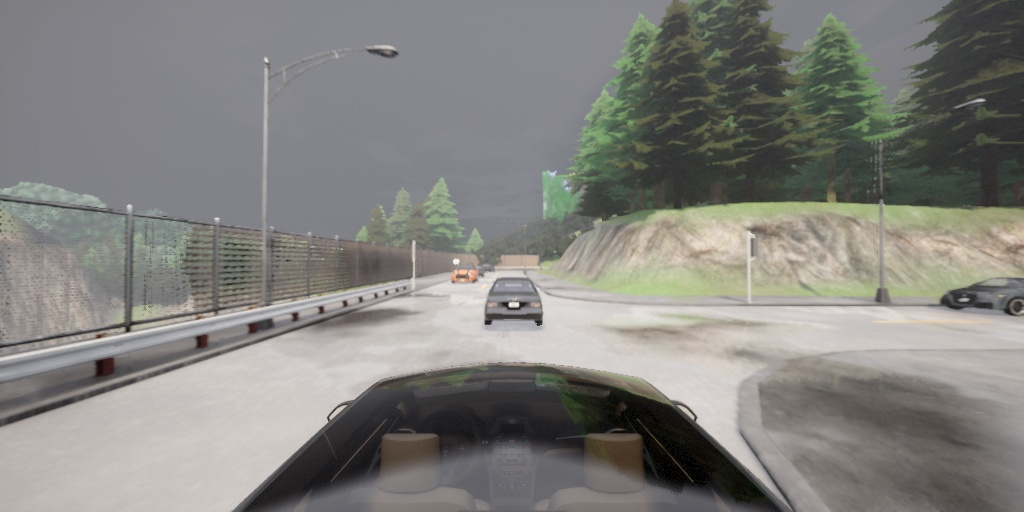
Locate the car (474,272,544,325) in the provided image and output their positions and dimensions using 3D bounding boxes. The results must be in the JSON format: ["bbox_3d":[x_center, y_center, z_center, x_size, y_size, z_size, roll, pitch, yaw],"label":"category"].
[{"bbox_3d":[0.041,1.443,12.528,2.033,1.411,5.357,0,-1,0],"label":"car"}]

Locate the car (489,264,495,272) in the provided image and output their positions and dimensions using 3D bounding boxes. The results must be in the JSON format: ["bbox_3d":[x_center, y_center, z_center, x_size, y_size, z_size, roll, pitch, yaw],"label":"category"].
[{"bbox_3d":[-4.194,2.097,61.659,2.033,1.411,5.357,0,-1,8],"label":"car"}]

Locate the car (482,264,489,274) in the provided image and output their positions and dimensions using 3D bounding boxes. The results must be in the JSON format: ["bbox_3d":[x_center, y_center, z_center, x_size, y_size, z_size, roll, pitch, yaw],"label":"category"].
[{"bbox_3d":[-4.285,1.855,43.754,2.033,1.411,5.357,0,-1,0],"label":"car"}]

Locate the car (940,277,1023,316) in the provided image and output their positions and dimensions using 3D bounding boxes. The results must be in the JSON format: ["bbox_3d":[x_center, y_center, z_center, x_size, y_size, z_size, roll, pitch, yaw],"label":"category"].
[{"bbox_3d":[19.566,1.523,13.965,4.181,1.385,1.994,0,-1,0],"label":"car"}]

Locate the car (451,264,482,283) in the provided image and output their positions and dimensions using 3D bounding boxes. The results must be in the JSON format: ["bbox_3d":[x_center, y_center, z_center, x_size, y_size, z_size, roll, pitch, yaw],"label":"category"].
[{"bbox_3d":[-4.246,1.513,32.914,2.097,1.767,4.553,0,-1,0],"label":"car"}]
